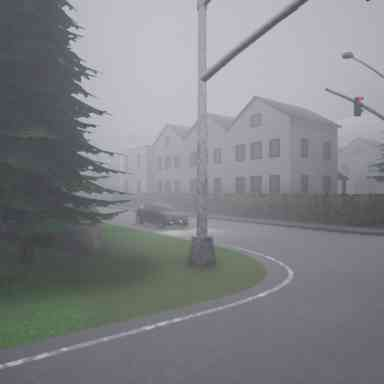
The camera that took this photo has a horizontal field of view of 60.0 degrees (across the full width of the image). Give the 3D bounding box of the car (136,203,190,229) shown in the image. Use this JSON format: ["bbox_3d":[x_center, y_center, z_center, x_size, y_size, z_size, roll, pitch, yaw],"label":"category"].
[{"bbox_3d":[-2.033,1.487,21.757,1.837,1.490,4.892,0,0,-35],"label":"car"}]
